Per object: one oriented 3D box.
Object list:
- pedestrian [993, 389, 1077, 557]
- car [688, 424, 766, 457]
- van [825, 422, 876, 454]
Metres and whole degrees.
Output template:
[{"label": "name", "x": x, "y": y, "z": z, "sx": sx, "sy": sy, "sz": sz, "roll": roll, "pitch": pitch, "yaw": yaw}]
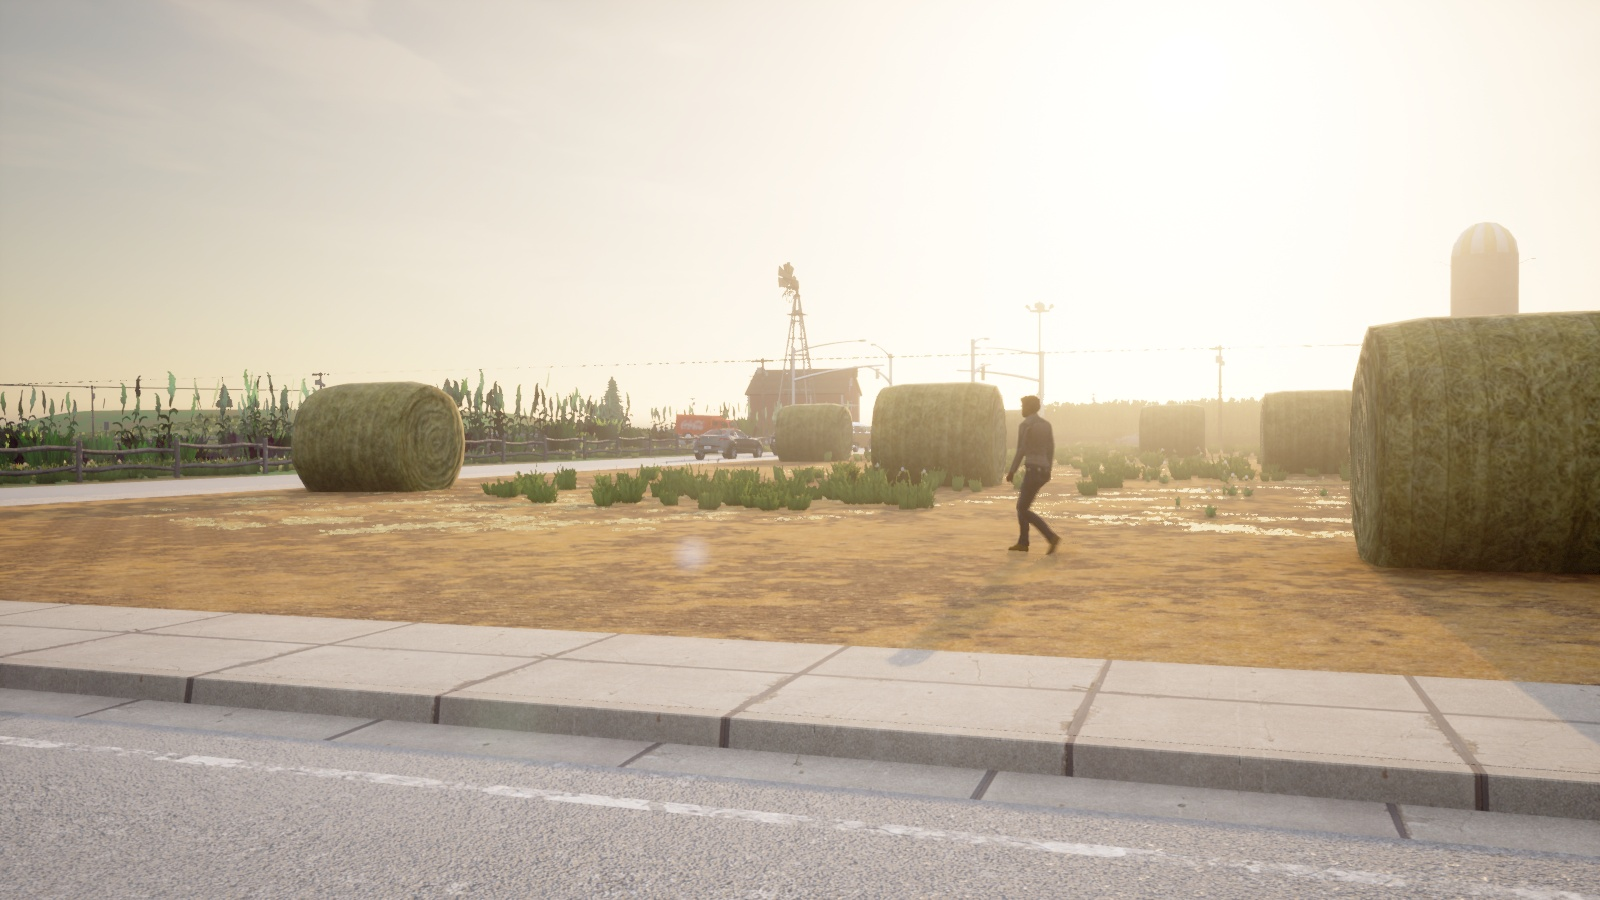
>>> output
[{"label": "pedestrian", "x": 2.596, "y": 0.241, "z": 13.903, "sx": 0.869, "sy": 1.805, "sz": 0.328, "roll": 1, "pitch": 1, "yaw": 44}, {"label": "car", "x": -3.765, "y": -0.500, "z": 65.967, "sx": 2.152, "sy": 1.651, "sz": 5.027, "roll": 1, "pitch": 1, "yaw": 21}, {"label": "van", "x": 3.459, "y": -0.823, "z": 84.409, "sx": 2.069, "sy": 2.038, "sz": 4.480, "roll": 1, "pitch": 1, "yaw": 21}]
